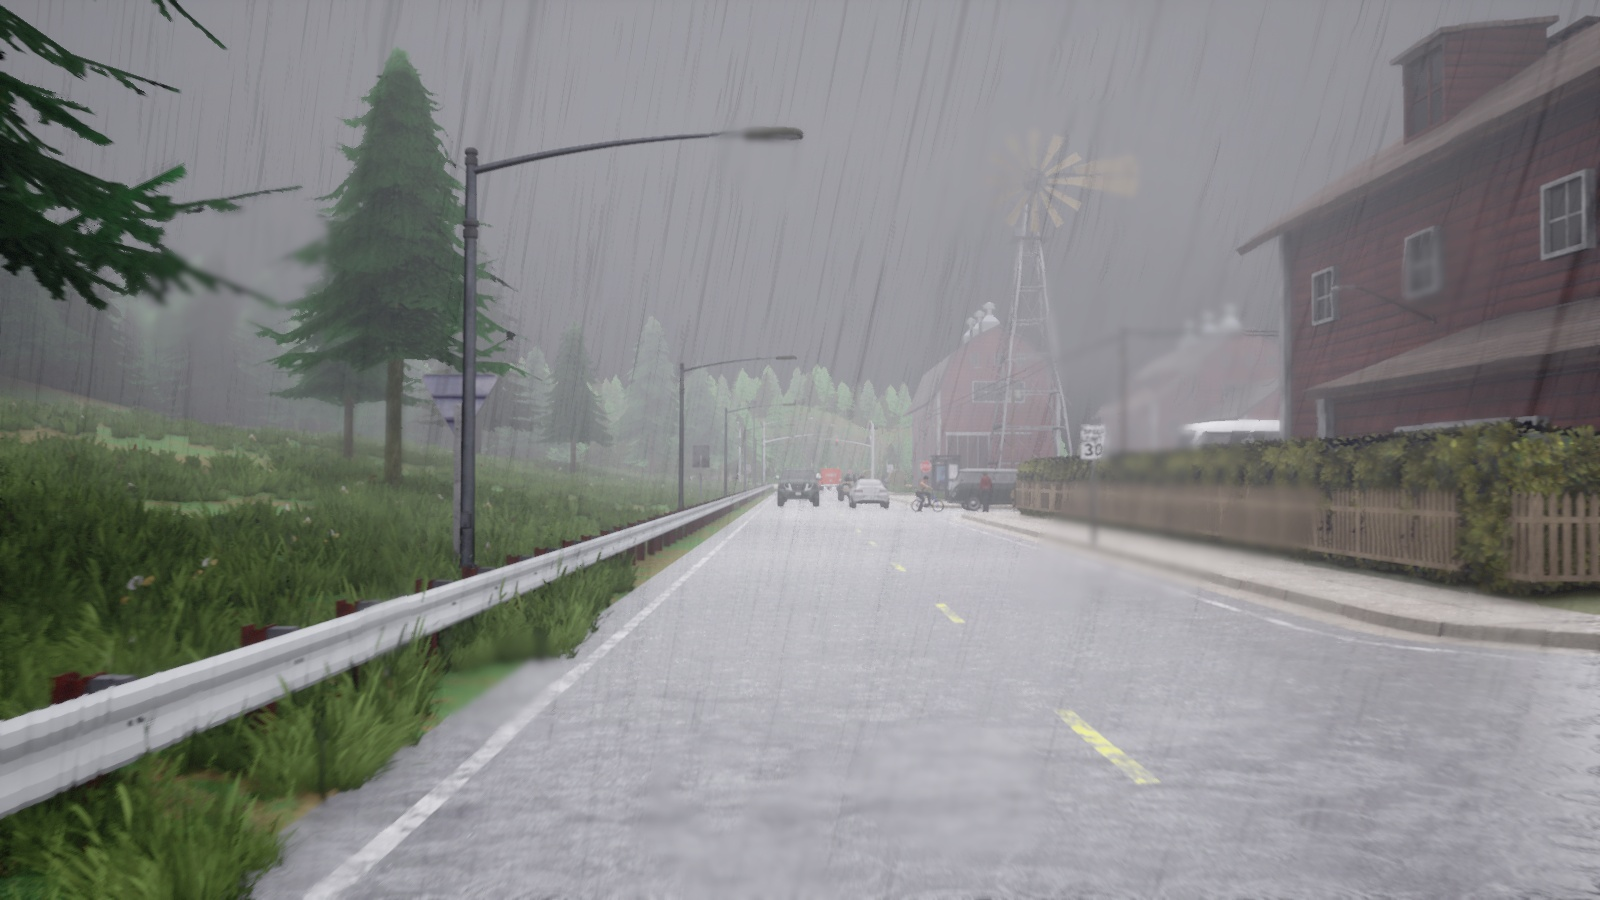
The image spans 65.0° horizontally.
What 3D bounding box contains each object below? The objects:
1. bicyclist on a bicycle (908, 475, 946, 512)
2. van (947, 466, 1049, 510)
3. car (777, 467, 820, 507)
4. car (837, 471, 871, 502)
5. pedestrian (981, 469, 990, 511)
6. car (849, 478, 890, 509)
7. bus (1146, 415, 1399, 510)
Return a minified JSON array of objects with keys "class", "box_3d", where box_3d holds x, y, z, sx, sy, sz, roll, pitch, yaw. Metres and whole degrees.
[{"class":"bicyclist on a bicycle","box_3d":[5.665,1.913,55.828,1.509,1.612,0.866,-1,-1,20]},{"class":"van","box_3d":[9.198,1.775,58.501,4.442,1.987,1.775,0,-1,-2]},{"class":"car","box_3d":[-0.067,1.936,66.534,2.150,2.045,5.566,0,-1,0]},{"class":"car","box_3d":[3.417,2.298,79.630,1.932,1.855,4.605,0,-1,0]},{"class":"pedestrian","box_3d":[8.111,1.733,54.824,0.331,1.846,0.636,0,-1,3]},{"class":"car","box_3d":[3.437,2.154,62.766,1.812,1.442,4.674,0,-1,0]},{"class":"bus","box_3d":[21.887,0.612,58.659,10.273,4.253,3.944,0,-1,0]}]
